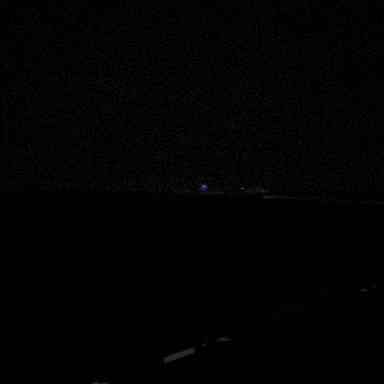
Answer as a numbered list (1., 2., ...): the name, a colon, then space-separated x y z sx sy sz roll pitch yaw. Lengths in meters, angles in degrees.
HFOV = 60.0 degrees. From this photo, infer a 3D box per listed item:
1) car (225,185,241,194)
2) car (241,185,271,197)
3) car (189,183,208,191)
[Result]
1. car: 8.099 -0.526 61.720 2.128 1.511 4.902 -4 4 -35
2. car: 10.516 -0.066 53.326 1.812 1.442 4.674 -4 4 -35
3. car: 1.331 -1.112 71.190 2.097 1.767 4.553 -4 4 -35
